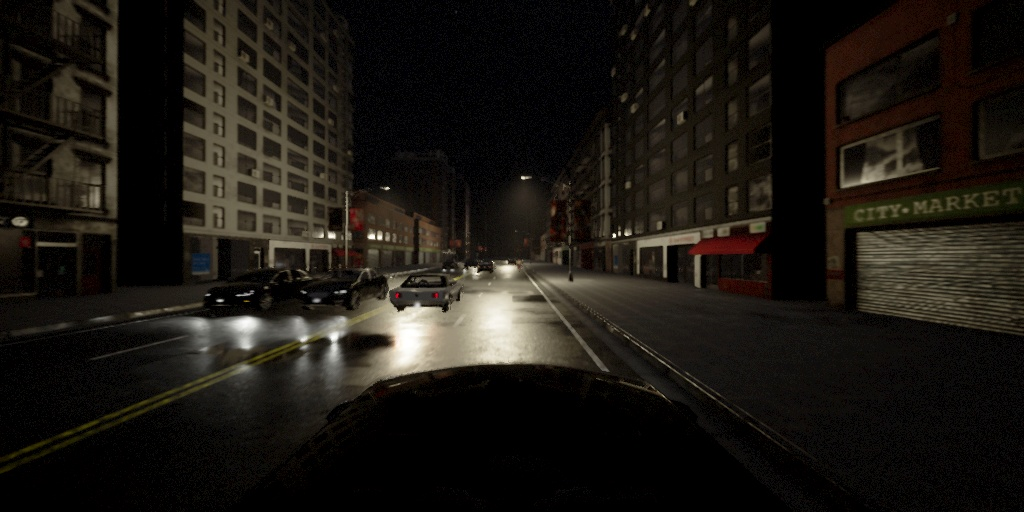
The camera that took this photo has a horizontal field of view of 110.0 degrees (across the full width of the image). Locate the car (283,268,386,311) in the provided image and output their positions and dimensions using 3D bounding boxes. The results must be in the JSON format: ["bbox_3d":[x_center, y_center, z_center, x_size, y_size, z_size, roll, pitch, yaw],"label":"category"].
[{"bbox_3d":[-6.597,1.242,14.565,2.128,1.511,4.902,0,0,0],"label":"car"}]

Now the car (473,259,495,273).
[{"bbox_3d":[-3.144,1.301,43.533,2.033,1.411,5.357,0,0,0],"label":"car"}]

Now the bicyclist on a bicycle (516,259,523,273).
[{"bbox_3d":[0.888,1.190,42.972,0.866,1.612,1.509,0,0,0],"label":"bicyclist on a bicycle"}]

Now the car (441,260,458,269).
[{"bbox_3d":[-9.778,1.300,56.823,2.033,1.411,5.357,0,0,1],"label":"car"}]

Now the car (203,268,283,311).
[{"bbox_3d":[-9.848,1.255,14.519,1.837,1.490,4.892,0,0,0],"label":"car"}]

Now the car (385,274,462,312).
[{"bbox_3d":[-3.155,1.351,14.189,1.895,1.301,4.718,0,0,0],"label":"car"}]

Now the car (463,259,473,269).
[{"bbox_3d":[-6.536,1.256,56.972,1.837,1.490,4.892,0,0,1],"label":"car"}]
